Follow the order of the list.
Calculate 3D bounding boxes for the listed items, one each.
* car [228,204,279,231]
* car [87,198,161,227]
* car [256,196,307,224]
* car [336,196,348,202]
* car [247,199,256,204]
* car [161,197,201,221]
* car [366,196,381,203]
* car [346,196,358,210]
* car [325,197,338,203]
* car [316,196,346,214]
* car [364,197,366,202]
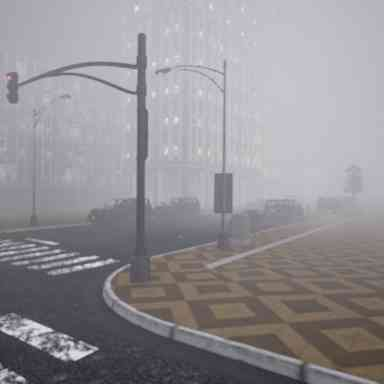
[{"bbox_3d":[3.858,1.715,21.615,1.802,1.307,4.206,1,0,35],"label":"car"},{"bbox_3d":[-4.859,1.363,23.394,2.192,1.841,5.009,1,0,35],"label":"car"},{"bbox_3d":[7.359,1.456,26.535,2.192,1.841,5.009,1,0,35],"label":"car"},{"bbox_3d":[36.929,1.659,81.961,1.752,1.417,4.829,1,0,35],"label":"car"},{"bbox_3d":[8.345,1.518,41.859,1.967,1.590,4.097,1,0,35],"label":"car"},{"bbox_3d":[-1.191,1.371,28.555,2.192,1.841,5.009,1,0,35],"label":"car"},{"bbox_3d":[40.236,1.646,73.012,1.967,1.590,4.097,1,0,35],"label":"car"},{"bbox_3d":[20.953,1.485,45.883,2.192,1.841,5.009,1,0,35],"label":"car"},{"bbox_3d":[30.599,1.705,73.057,1.802,1.307,4.206,1,0,35],"label":"car"},{"bbox_3d":[15.958,1.475,38.765,2.192,1.841,5.009,1,0,35],"label":"car"},{"bbox_3d":[44.714,1.717,83.738,2.128,1.511,4.902,1,0,35],"label":"car"}]
